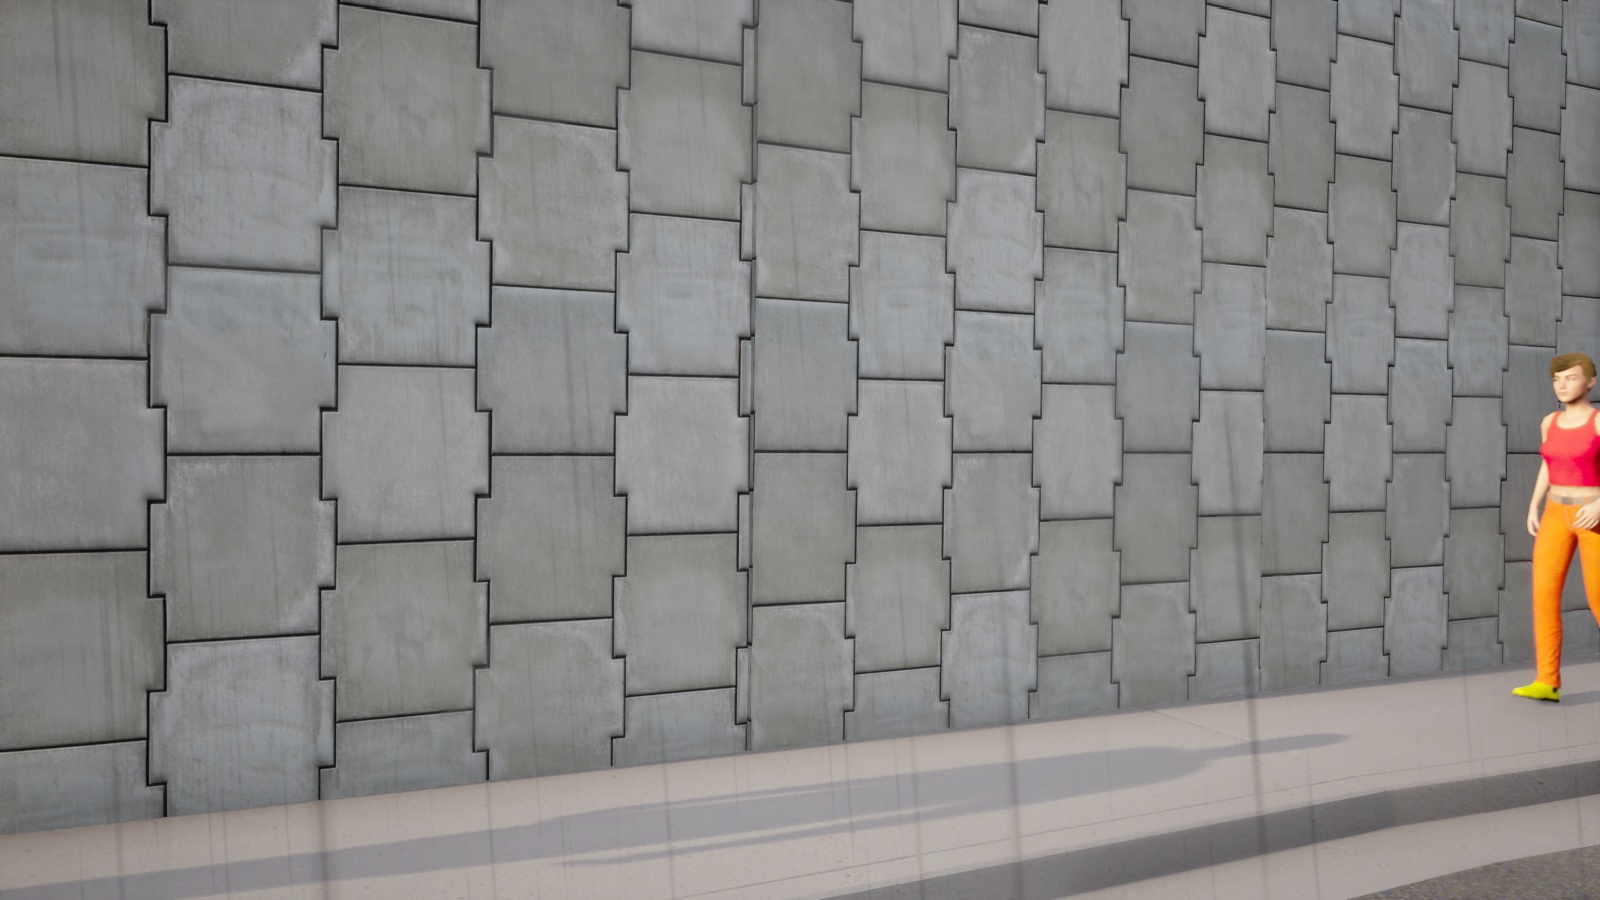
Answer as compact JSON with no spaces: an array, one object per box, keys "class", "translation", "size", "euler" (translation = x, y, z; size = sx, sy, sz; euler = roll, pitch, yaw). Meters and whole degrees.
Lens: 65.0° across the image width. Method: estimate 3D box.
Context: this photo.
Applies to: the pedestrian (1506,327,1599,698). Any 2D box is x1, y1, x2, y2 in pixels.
[{"class":"pedestrian","translation":[4.004,0.304,6.490],"size":[0.594,1.836,0.345],"euler":[-1,1,-27]}]
